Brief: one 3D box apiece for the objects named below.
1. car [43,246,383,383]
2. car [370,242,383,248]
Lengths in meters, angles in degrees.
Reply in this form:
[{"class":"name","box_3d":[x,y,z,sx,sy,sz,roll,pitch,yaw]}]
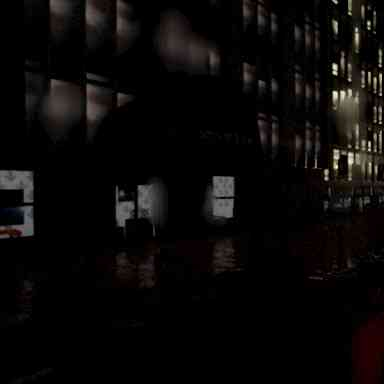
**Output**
[{"class":"car","box_3d":[0.774,1.542,3.547,4.507,1.381,1.887,0,-1,-41]},{"class":"car","box_3d":[5.072,1.539,7.266,4.403,1.369,2.008,0,-1,-41]}]
